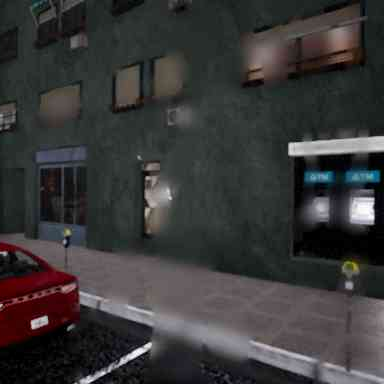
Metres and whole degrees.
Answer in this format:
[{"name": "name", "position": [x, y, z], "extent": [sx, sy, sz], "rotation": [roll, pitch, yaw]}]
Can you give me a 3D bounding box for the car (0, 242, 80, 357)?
[{"name": "car", "position": [-3.761, 1.520, 5.539], "extent": [4.507, 1.381, 1.887], "rotation": [0, 1, 35]}]
